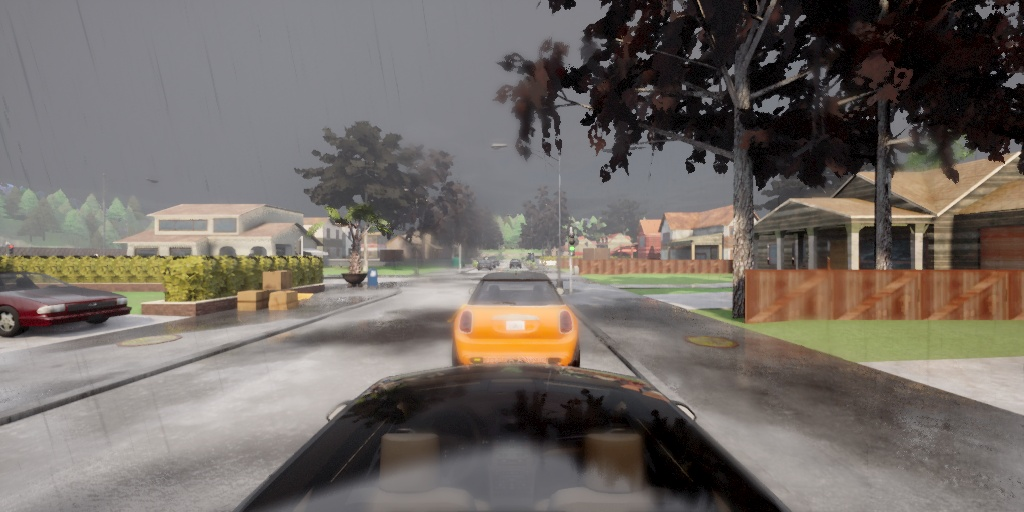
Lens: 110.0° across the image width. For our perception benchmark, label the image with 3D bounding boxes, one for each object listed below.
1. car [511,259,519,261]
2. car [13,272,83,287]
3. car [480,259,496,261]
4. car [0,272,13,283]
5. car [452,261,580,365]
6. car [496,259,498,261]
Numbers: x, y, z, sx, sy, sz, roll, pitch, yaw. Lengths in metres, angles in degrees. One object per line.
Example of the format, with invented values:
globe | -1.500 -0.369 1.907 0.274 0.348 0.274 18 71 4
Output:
car | 0.582 1.267 60.610 1.812 1.442 4.674 0 0 0
car | -33.340 1.310 26.569 4.181 1.385 1.994 0 0 1
car | -3.704 1.248 49.907 1.837 1.490 4.892 0 0 1
car | -44.662 1.310 30.862 4.181 1.385 1.994 0 0 1
car | 0.095 1.101 7.703 2.097 1.767 4.553 0 0 1
car | -3.614 1.234 59.246 2.128 1.511 4.902 0 0 1
